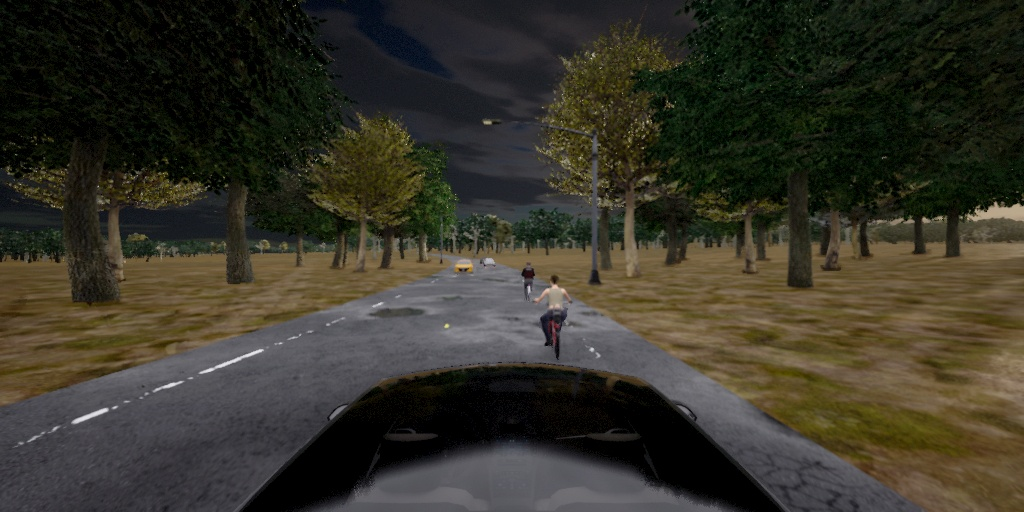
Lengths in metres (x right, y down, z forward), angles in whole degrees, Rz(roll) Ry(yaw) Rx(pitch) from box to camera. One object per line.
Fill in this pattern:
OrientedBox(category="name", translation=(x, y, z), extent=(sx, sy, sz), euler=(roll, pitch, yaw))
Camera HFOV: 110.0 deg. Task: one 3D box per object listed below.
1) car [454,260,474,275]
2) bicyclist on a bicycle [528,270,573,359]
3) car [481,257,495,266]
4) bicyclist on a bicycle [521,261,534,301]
OrientedBox(category="car", translation=(-5.199, 1.167, 39.162), extent=(1.882, 1.535, 5.008), euler=(0, 0, -5))
OrientedBox(category="bicyclist on a bicycle", translation=(0.866, 1.187, 7.419), extent=(0.866, 1.612, 1.509), euler=(0, 0, -1))
OrientedBox(category="car", translation=(-4.055, 1.086, 63.409), extent=(1.812, 1.442, 4.674), euler=(0, 0, -7))
OrientedBox(category="bicyclist on a bicycle", translation=(0.702, 1.115, 15.579), extent=(0.659, 1.776, 1.843), euler=(0, 0, -2))
